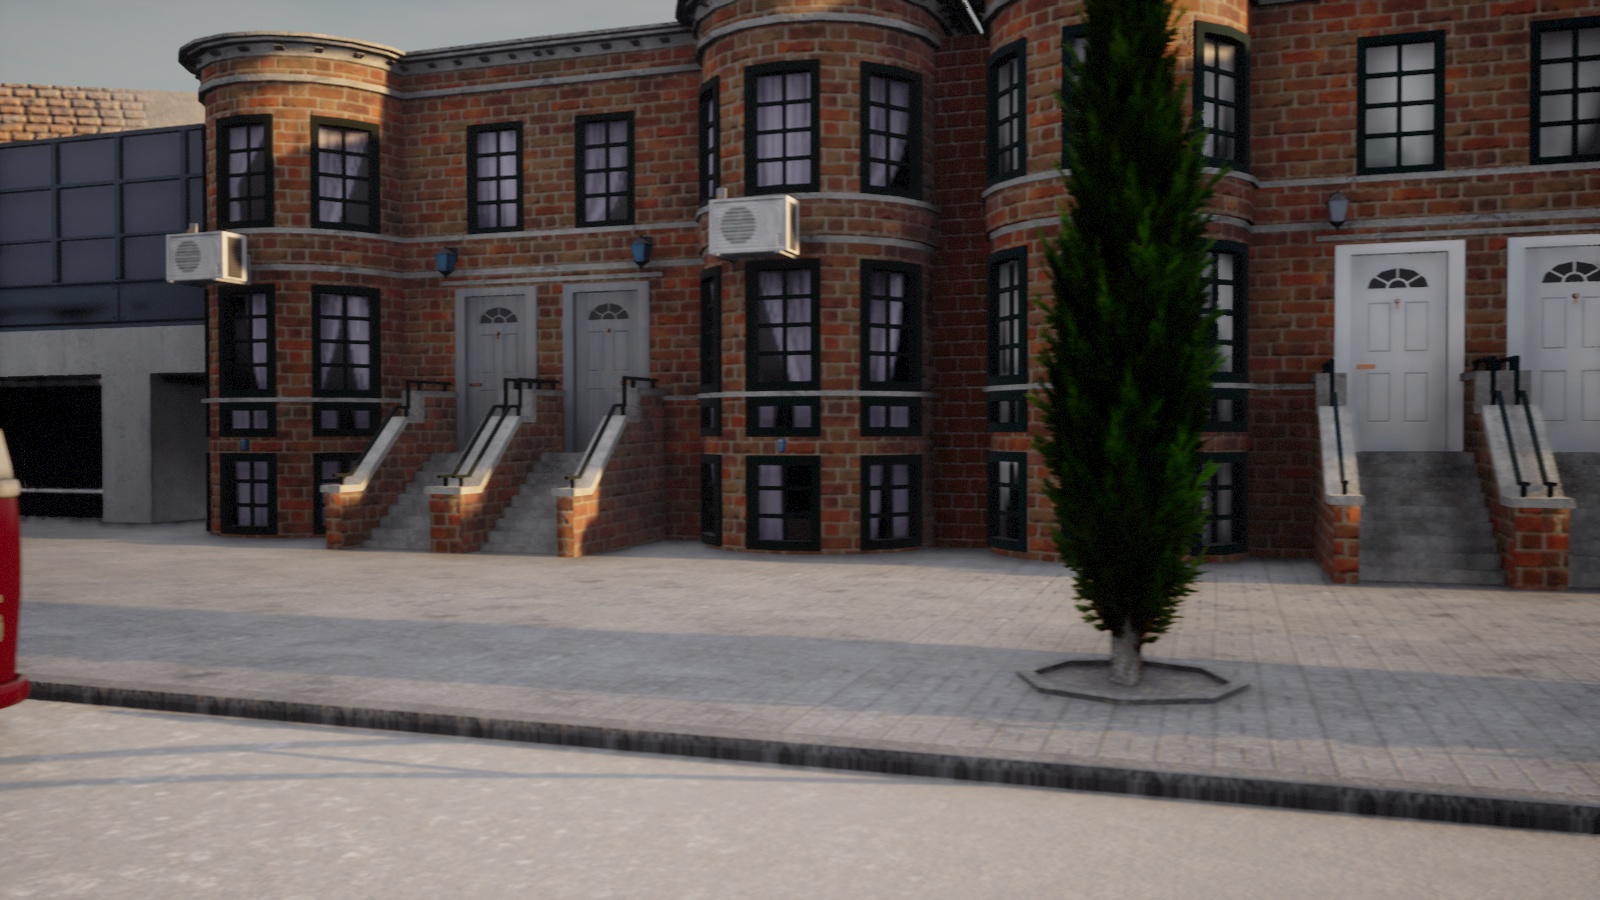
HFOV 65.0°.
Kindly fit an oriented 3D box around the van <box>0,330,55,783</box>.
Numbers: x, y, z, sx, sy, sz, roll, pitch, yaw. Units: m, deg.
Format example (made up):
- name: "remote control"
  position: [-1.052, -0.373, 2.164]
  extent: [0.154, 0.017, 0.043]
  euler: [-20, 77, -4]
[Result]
- name: "van"
  position: [-5.808, 0.455, 5.619]
  extent: [4.442, 1.987, 1.775]
  euler: [1, 1, 18]
